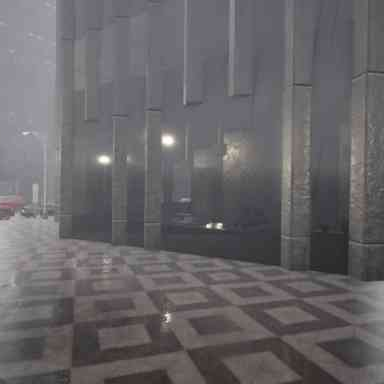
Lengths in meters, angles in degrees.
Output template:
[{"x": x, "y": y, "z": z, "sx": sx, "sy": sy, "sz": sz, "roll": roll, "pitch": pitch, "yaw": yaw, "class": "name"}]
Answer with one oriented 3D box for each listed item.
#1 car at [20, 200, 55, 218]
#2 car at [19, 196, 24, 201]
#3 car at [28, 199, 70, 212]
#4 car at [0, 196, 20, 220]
[{"x": -13.845, "y": 1.741, "z": 31.371, "sx": 1.947, "sy": 1.339, "sz": 4.313, "roll": 1, "pitch": 0, "yaw": 35, "class": "car"}, {"x": -20.776, "y": 1.352, "z": 36.328, "sx": 2.192, "sy": 1.841, "sz": 5.009, "roll": 1, "pitch": 0, "yaw": 35, "class": "car"}, {"x": -17.503, "y": 1.632, "z": 40.922, "sx": 1.947, "sy": 1.339, "sz": 4.313, "roll": 1, "pitch": 0, "yaw": 35, "class": "car"}, {"x": -17.119, "y": 1.461, "z": 26.775, "sx": 2.192, "sy": 1.841, "sz": 5.009, "roll": 1, "pitch": 0, "yaw": 35, "class": "car"}]
